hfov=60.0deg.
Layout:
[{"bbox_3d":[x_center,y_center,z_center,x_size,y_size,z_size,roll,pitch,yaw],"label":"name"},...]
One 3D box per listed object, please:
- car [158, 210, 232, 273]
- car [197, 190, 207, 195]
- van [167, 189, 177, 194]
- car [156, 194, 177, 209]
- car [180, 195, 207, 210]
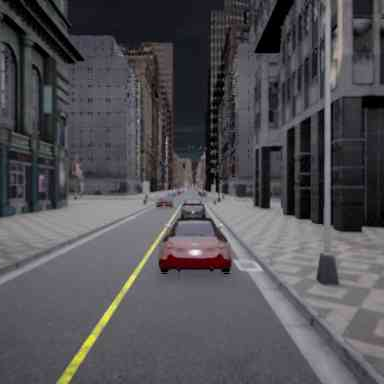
[{"bbox_3d":[0.084,1.466,10.351,1.994,1.385,4.181,0,1,0],"label":"car"},{"bbox_3d":[2.903,0.626,87.200,1.947,1.339,4.313,0,1,0],"label":"car"},{"bbox_3d":[-5.621,0.401,87.254,1.690,1.788,3.998,0,1,0],"label":"van"},{"bbox_3d":[-3.077,1.219,38.699,1.895,1.301,4.718,0,1,0],"label":"car"},{"bbox_3d":[0.089,1.235,26.497,2.128,1.511,4.902,0,1,0],"label":"car"}]
